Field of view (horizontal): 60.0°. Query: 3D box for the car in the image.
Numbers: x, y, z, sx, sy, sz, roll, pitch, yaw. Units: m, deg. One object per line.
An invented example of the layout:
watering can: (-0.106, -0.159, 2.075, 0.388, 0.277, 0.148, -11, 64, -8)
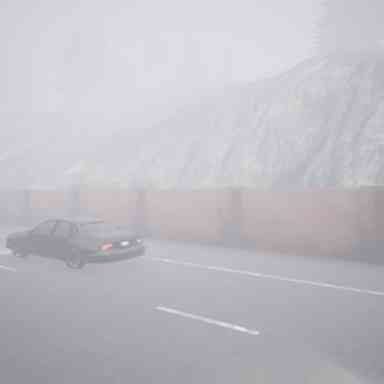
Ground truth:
car: (-3.994, 1.533, 11.004, 5.357, 1.411, 2.033, 0, 0, 35)
